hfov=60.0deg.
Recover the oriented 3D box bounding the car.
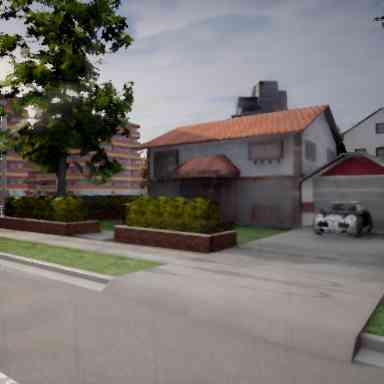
[{"bbox_3d":[6.980,1.176,15.356,1.970,1.475,3.806,0,0,37],"label":"car"}]
